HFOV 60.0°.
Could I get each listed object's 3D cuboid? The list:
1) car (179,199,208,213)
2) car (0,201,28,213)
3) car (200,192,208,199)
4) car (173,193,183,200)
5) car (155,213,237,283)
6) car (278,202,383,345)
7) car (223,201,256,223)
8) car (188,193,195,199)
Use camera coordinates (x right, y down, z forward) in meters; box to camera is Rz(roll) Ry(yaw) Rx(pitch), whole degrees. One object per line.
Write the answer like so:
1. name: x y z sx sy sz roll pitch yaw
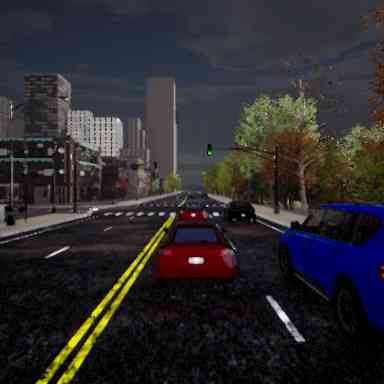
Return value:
1. car: 0.083 1.441 23.522 1.994 1.385 4.181 0 0 0
2. car: -19.972 1.632 35.787 4.313 1.339 1.947 -1 2 0
3. car: 3.206 1.030 86.230 1.837 1.490 4.892 0 0 0
4. car: -3.288 1.104 78.958 2.128 1.511 4.902 0 0 0
5. car: 0.095 1.513 9.539 1.994 1.385 4.181 0 0 0
6. car: 3.347 1.187 6.454 2.150 2.045 5.566 0 0 0
7. car: 3.339 1.352 24.019 1.882 1.535 5.008 0 0 0
8. car: -0.044 1.070 86.228 2.033 1.411 5.357 0 0 0
